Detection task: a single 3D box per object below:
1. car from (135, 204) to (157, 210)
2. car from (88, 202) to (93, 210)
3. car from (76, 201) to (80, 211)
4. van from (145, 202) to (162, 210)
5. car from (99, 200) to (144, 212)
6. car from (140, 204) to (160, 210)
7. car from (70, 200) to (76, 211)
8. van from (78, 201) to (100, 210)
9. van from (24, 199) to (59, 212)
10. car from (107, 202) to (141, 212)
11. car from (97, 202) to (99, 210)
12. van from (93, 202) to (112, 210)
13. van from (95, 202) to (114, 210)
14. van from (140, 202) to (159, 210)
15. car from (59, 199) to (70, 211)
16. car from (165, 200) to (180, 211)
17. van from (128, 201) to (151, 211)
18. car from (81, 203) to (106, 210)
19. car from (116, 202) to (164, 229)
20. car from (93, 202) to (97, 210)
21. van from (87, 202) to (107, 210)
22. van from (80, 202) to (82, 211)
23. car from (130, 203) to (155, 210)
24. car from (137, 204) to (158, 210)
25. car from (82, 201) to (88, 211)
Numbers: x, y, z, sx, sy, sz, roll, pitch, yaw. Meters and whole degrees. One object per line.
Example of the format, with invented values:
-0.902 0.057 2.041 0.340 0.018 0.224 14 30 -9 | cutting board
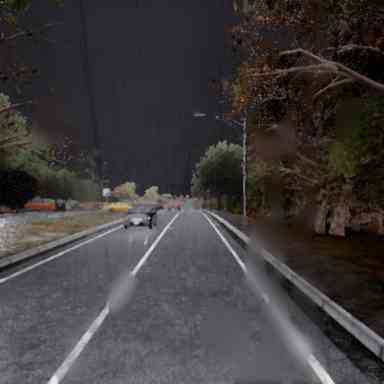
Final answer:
-10.533 3.440 76.525 4.792 1.488 2.163 0 -3 0 | car
-23.616 3.027 68.240 5.008 1.535 2.097 0 -3 0 | car
-23.592 2.663 60.062 4.892 1.521 2.231 0 -3 0 | car
-10.484 3.864 90.385 4.442 1.987 1.878 0 -3 0 | van
-10.303 2.218 48.807 5.366 1.575 1.946 0 -2 0 | car
-10.615 3.812 84.852 4.792 1.488 2.163 0 -3 0 | car
-23.406 2.537 57.298 5.366 1.575 1.946 0 -2 0 | car
-23.760 3.178 76.677 4.442 1.987 1.878 0 -3 0 | van
-23.694 2.084 51.650 4.442 1.987 1.878 0 -2 0 | van
-10.502 2.322 51.573 4.892 1.521 2.231 0 -2 0 | car
-23.630 3.281 73.900 4.892 1.521 2.231 0 -3 0 | car
-23.556 3.682 87.597 4.442 1.987 1.878 0 -3 0 | van
-23.797 3.858 90.494 4.442 1.987 1.878 0 -3 0 | van
-10.461 3.433 82.084 4.442 1.987 1.878 0 -3 0 | van
-23.612 2.171 54.542 5.566 2.045 2.435 0 -2 0 | car
-3.465 2.604 64.261 2.150 2.045 5.566 0 -2 0 | car
-10.657 2.813 68.216 4.442 1.987 1.878 0 -3 0 | van
-23.466 3.525 79.437 5.366 1.575 1.946 0 -3 0 | car
-3.418 1.657 22.854 2.128 1.511 4.902 0 -1 0 | car
-23.624 3.156 71.132 5.008 1.535 2.097 0 -3 0 | car
-23.541 3.426 82.212 4.442 1.987 1.878 0 -3 0 | van
-23.723 2.559 62.840 4.442 1.987 1.878 0 -3 0 | van
-10.554 3.163 70.980 5.008 1.535 2.097 0 -3 0 | car
-10.573 3.575 79.299 4.674 1.452 2.002 0 -3 0 | car
-23.582 2.783 65.602 4.553 1.767 2.185 0 -3 0 | car
